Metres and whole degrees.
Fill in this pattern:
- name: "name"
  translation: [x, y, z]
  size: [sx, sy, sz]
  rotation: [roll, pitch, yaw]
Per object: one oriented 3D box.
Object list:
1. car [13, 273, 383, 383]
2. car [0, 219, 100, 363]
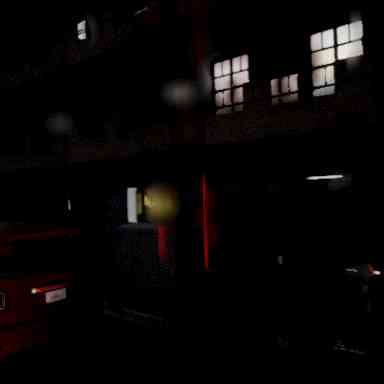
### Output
- name: "car"
  translation: [0.897, 1.550, 2.253]
  size: [4.507, 1.381, 1.887]
  rotation: [-1, -1, 36]
- name: "car"
  translation: [-3.613, 1.380, 5.476]
  size: [5.009, 1.841, 2.192]
  rotation: [-1, -1, 36]
